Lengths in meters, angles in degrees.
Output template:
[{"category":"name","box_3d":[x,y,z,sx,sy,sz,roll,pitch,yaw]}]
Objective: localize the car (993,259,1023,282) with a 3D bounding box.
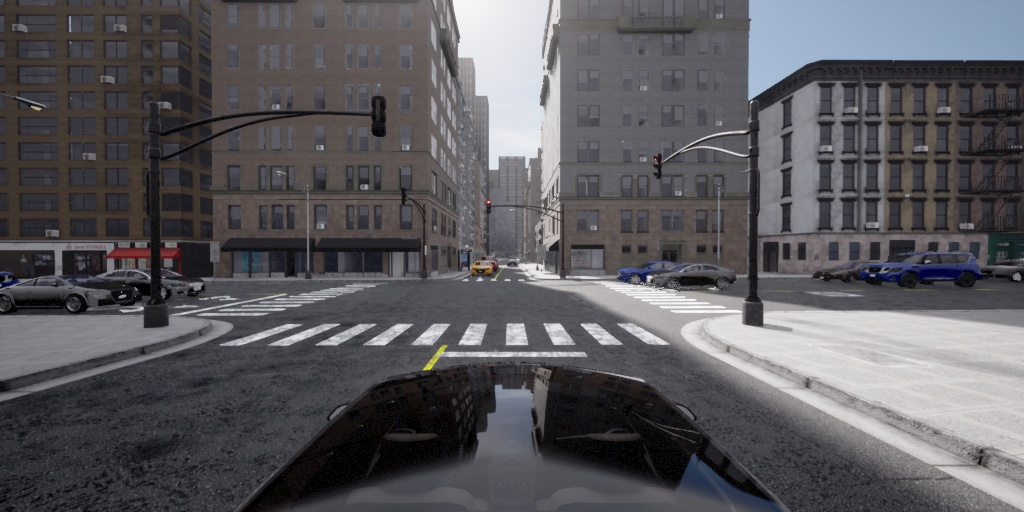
[{"category":"car","box_3d":[34.689,0.966,24.467,4.892,1.490,1.837,0,1,0]}]

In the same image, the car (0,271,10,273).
[{"category":"car","box_3d":[-27.871,1.109,17.472,5.566,2.045,2.150,0,1,-1]}]

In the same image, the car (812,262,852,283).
[{"category":"car","box_3d":[23.746,1.085,24.426,5.357,1.411,2.033,0,1,-1]}]

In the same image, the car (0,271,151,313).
[{"category":"car","box_3d":[-17.522,1.441,14.279,4.181,1.385,1.994,0,1,0]}]

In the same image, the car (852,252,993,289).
[{"category":"car","box_3d":[24.043,0.795,21.169,5.566,2.045,2.150,0,1,-1]}]

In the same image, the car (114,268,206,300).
[{"category":"car","box_3d":[-17.790,1.335,17.538,4.902,1.511,2.128,0,1,1]}]

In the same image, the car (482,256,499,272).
[{"category":"car","box_3d":[-3.104,0.984,47.504,2.150,2.045,5.566,0,0,0]}]

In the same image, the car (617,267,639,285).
[{"category":"car","box_3d":[9.703,1.107,24.383,5.008,1.535,1.882,0,1,0]}]

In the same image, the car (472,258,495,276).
[{"category":"car","box_3d":[-3.100,1.234,37.548,1.882,1.535,5.008,0,0,0]}]

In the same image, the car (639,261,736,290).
[{"category":"car","box_3d":[10.395,1.154,20.946,4.902,1.511,2.128,0,1,-3]}]
